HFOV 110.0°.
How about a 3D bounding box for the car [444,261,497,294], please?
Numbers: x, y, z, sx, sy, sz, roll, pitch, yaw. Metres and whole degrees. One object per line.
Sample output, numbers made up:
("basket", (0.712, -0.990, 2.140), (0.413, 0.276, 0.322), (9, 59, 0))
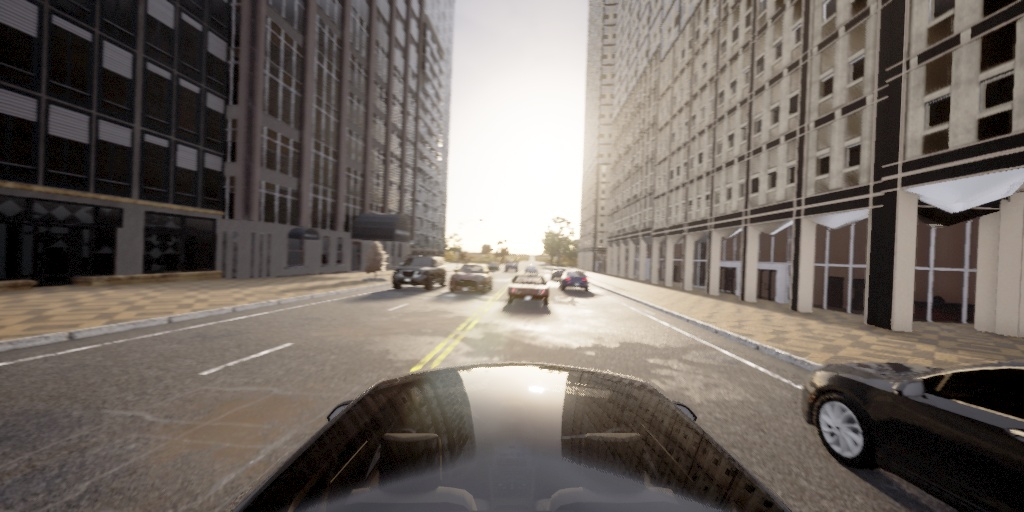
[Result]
("car", (-2.383, 1.253, 21.749), (2.097, 1.767, 4.553), (2, -1, 3))

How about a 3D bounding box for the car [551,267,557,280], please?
("car", (5.352, 1.989, 40.807), (2.033, 1.411, 5.357), (2, -1, 4))

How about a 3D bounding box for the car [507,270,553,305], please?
("car", (0.844, 1.585, 17.943), (1.895, 1.301, 4.718), (2, -1, 3))

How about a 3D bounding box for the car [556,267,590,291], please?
("car", (4.540, 1.765, 26.589), (1.812, 1.442, 4.674), (2, -1, 4))

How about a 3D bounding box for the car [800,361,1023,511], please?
("car", (4.252, 1.433, 2.237), (1.837, 1.490, 4.892), (2, -1, 3))

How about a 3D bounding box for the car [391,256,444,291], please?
("car", (-5.590, 1.002, 22.485), (2.150, 2.045, 5.566), (2, -1, 3))

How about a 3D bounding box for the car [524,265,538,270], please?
("car", (2.730, 1.984, 51.280), (1.812, 1.442, 4.674), (2, -1, 3))

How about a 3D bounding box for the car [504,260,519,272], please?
("car", (-0.037, 1.691, 62.034), (2.150, 2.045, 5.566), (2, -1, 4))

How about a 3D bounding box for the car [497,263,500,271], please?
("car", (-3.243, 1.830, 63.073), (1.882, 1.535, 5.008), (2, -1, 4))
